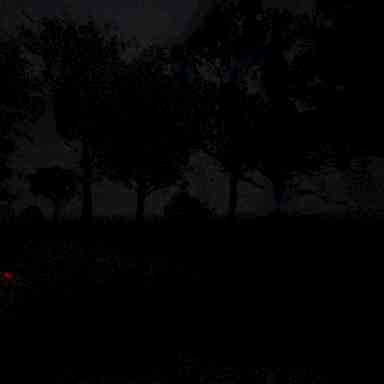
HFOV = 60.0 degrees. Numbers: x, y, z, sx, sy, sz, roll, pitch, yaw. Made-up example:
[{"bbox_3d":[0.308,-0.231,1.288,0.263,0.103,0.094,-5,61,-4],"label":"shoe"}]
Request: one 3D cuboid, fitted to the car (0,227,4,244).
[{"bbox_3d":[-9.427,1.578,12.936,4.674,1.442,1.812,0,0,24],"label":"car"}]
